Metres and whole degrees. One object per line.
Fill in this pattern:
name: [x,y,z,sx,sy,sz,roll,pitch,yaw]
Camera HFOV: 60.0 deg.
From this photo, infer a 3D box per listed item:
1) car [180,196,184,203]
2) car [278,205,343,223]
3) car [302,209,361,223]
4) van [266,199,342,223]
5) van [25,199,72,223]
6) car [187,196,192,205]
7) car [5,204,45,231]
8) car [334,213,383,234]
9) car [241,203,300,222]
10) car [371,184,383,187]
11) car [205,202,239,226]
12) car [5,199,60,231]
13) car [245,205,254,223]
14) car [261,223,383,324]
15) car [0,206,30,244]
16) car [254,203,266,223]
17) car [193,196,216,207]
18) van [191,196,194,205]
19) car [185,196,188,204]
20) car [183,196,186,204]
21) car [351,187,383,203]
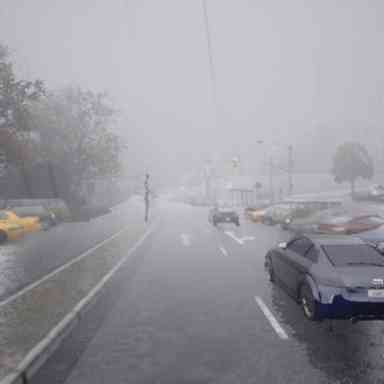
car: [0.712,2.146,85.184,5.566,2.045,2.435,1,-1,-29]
car: [7.408,1.631,17.584,4.892,1.521,2.231,1,0,-22]
car: [7.502,1.644,14.567,4.674,1.452,2.002,1,-1,-22]
van: [7.174,1.428,20.557,4.442,1.987,1.878,1,0,-23]
van: [-11.126,1.501,24.167,4.442,1.987,1.878,-1,-1,-23]
car: [2.468,2.059,73.263,5.566,2.045,2.435,1,0,-28]
car: [-11.114,1.673,18.132,5.366,1.575,1.946,-1,0,-22]
car: [7.597,1.618,11.544,4.674,1.452,2.002,1,0,-22]
car: [6.979,1.769,29.617,4.792,1.488,2.163,1,-1,-24]
car: [25.050,-0.009,41.635,2.435,2.045,5.566,-6,3,-28]
car: [2.345,1.746,25.085,1.812,1.442,4.674,0,-1,-3]
car: [-11.046,1.575,21.173,4.553,1.767,2.185,-1,0,-22]
car: [6.803,1.702,26.561,5.366,1.575,1.946,1,0,-23]
car: [2.987,1.628,7.391,1.994,1.385,4.181,0,-1,-1]
car: [-10.656,1.642,15.318,5.366,1.575,1.946,-1,-1,-22]
car: [7.165,1.556,23.631,4.553,1.767,2.185,1,0,-23]
car: [3.306,2.142,67.306,4.553,1.767,2.185,1,-1,-28]
van: [2.822,2.062,70.245,4.442,1.987,1.878,1,0,-28]
car: [2.072,2.081,76.274,5.566,2.045,2.435,1,-1,-29]
car: [1.306,2.374,82.289,5.366,1.575,1.946,1,-1,-29]
car: [22.085,0.565,41.228,2.002,1.452,4.674,-6,3,-28]
